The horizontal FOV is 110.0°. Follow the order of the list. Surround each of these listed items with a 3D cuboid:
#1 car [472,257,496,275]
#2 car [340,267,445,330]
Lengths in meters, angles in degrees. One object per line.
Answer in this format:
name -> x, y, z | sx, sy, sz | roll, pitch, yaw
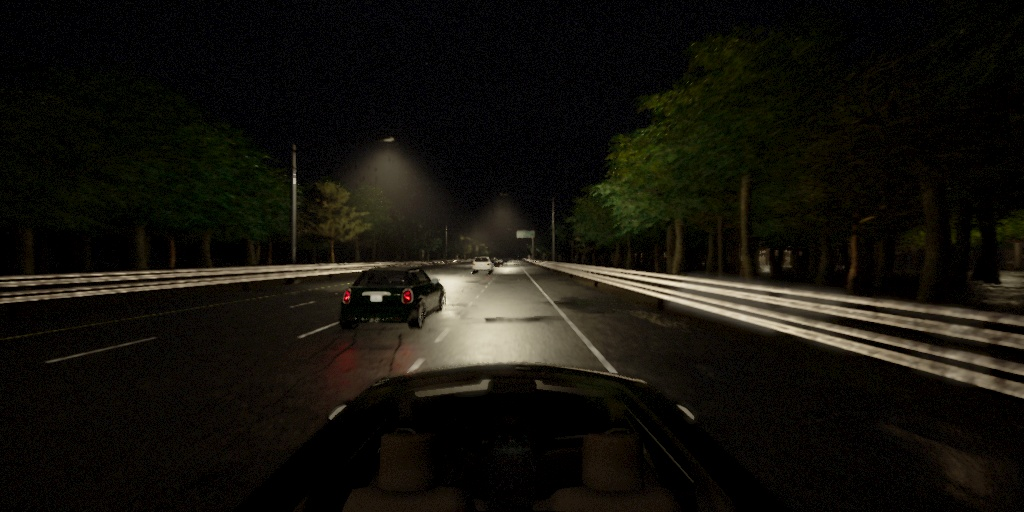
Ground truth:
car -> -3.425, 1.117, 42.665 | 2.150, 2.045, 5.566 | 0, 0, 0
car -> -3.498, 1.118, 11.375 | 2.097, 1.767, 4.553 | 0, 0, 0
